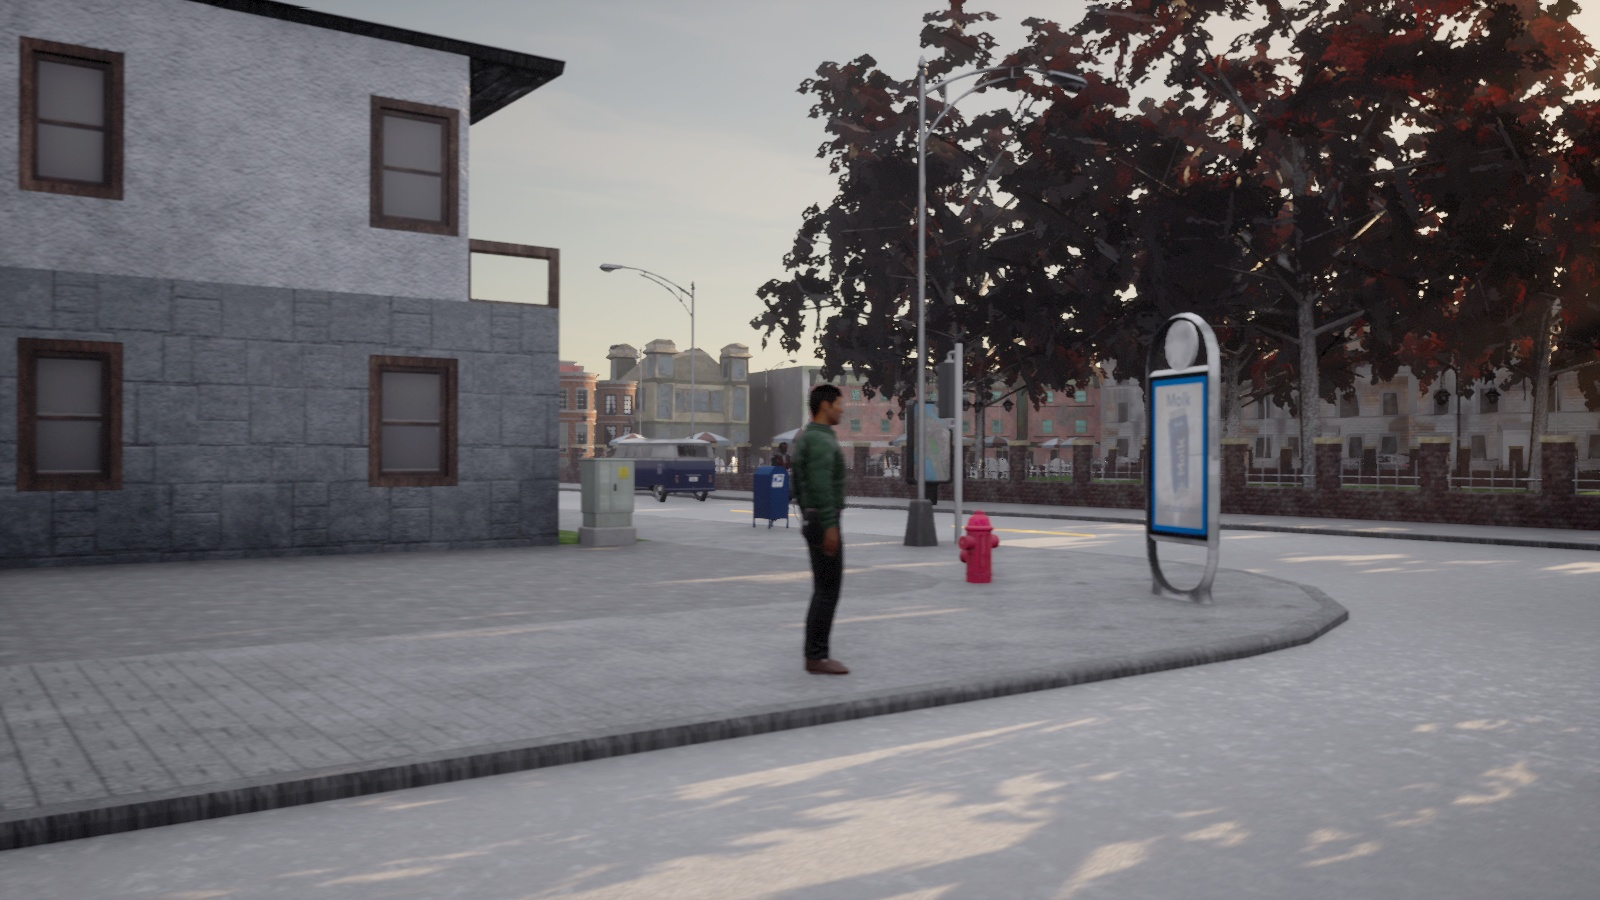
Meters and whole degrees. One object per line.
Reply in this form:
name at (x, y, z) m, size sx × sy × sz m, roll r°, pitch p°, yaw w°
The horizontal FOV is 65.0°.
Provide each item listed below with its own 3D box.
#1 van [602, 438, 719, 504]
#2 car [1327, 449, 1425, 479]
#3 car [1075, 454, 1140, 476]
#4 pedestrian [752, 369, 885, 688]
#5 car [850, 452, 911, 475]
van at (-4.513, 0.642, 40.133) m, size 1.775 × 1.987 × 4.442 m, roll 0°, pitch 0°, yaw -36°
car at (33.075, 0.809, 72.220) m, size 2.242 × 1.667 × 4.611 m, roll 0°, pitch 0°, yaw -36°
car at (21.532, 1.044, 88.057) m, size 1.816 × 1.474 × 4.193 m, roll 0°, pitch 0°, yaw -38°
pedestrian at (0.108, 0.482, 7.947) m, size 0.788 × 1.949 × 0.423 m, roll 0°, pitch 0°, yaw -7°
car at (5.719, 0.946, 89.316) m, size 3.988 × 1.617 × 1.851 m, roll 0°, pitch 0°, yaw -31°
